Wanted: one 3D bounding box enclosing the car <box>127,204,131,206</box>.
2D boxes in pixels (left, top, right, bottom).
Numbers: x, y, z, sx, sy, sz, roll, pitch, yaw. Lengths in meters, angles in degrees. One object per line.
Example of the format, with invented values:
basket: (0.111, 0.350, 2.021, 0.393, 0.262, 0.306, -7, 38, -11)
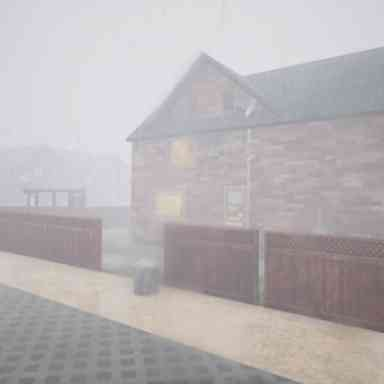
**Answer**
car: (-6.601, 1.988, 37.788, 1.895, 1.301, 4.718, 1, 0, 36)
